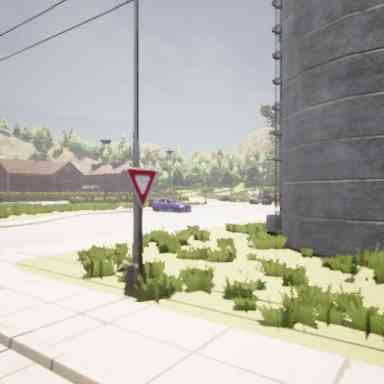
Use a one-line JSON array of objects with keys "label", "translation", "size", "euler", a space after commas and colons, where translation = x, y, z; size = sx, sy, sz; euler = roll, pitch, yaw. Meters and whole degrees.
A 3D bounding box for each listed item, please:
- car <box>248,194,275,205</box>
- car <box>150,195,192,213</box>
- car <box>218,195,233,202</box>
[{"label": "car", "translation": [11.665, 1.280, 56.445], "size": [3.866, 1.878, 1.905], "euler": [0, 0, 35]}, {"label": "car", "translation": [-2.221, 1.448, 36.618], "size": [4.611, 1.667, 2.242], "euler": [0, 0, 35]}, {"label": "car", "translation": [7.711, 1.469, 74.218], "size": [3.905, 1.438, 1.784], "euler": [0, 0, 35]}]
